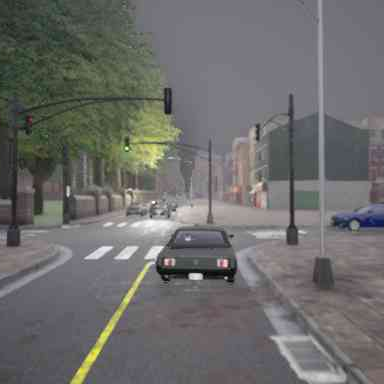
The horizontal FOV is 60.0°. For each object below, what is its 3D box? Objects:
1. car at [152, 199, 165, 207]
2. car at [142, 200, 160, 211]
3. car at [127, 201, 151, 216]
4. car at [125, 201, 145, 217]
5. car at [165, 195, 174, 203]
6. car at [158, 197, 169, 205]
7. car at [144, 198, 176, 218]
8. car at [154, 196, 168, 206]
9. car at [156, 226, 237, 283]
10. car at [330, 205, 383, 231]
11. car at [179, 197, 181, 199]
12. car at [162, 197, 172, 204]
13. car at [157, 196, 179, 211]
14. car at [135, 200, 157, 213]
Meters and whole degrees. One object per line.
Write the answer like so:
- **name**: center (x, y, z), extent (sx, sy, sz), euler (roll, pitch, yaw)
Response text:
- **car**: center (-5.691, 1.871, 56.849), extent (1.802, 1.307, 4.206), euler (1, 0, 0)
- **car**: center (-5.599, 1.786, 45.949), extent (1.947, 1.339, 4.313), euler (1, 0, 0)
- **car**: center (-5.562, 1.687, 35.338), extent (1.752, 1.417, 4.829), euler (1, 0, 0)
- **car**: center (-5.521, 1.702, 33.364), extent (2.008, 1.369, 4.403), euler (1, 0, 0)
- **car**: center (-5.959, 1.871, 89.551), extent (2.192, 1.841, 5.009), euler (1, -1, 0)
- **car**: center (-5.779, 1.808, 67.750), extent (1.967, 1.590, 4.097), euler (1, 0, 0)
- **car**: center (-2.956, 1.635, 31.839), extent (2.128, 1.511, 4.902), euler (0, 0, 0)
- **car**: center (-5.731, 1.642, 62.300), extent (2.192, 1.841, 5.009), euler (1, 0, 0)
- **car**: center (0.291, 1.640, 9.768), extent (1.895, 1.301, 4.718), euler (0, 0, 5)
- **car**: center (10.937, 1.499, 20.032), extent (5.008, 1.535, 1.882), euler (-1, -2, 0)
- **car**: center (-3.115, 1.819, 51.609), extent (1.994, 1.385, 4.181), euler (0, 0, -1)
- **car**: center (-5.870, 1.897, 78.649), extent (1.967, 1.590, 4.097), euler (1, 0, 0)
- **car**: center (-3.037, 1.548, 41.734), extent (2.097, 1.767, 4.553), euler (0, 0, 0)
- **car**: center (-5.553, 1.740, 40.499), extent (2.008, 1.369, 4.403), euler (1, 0, 0)
